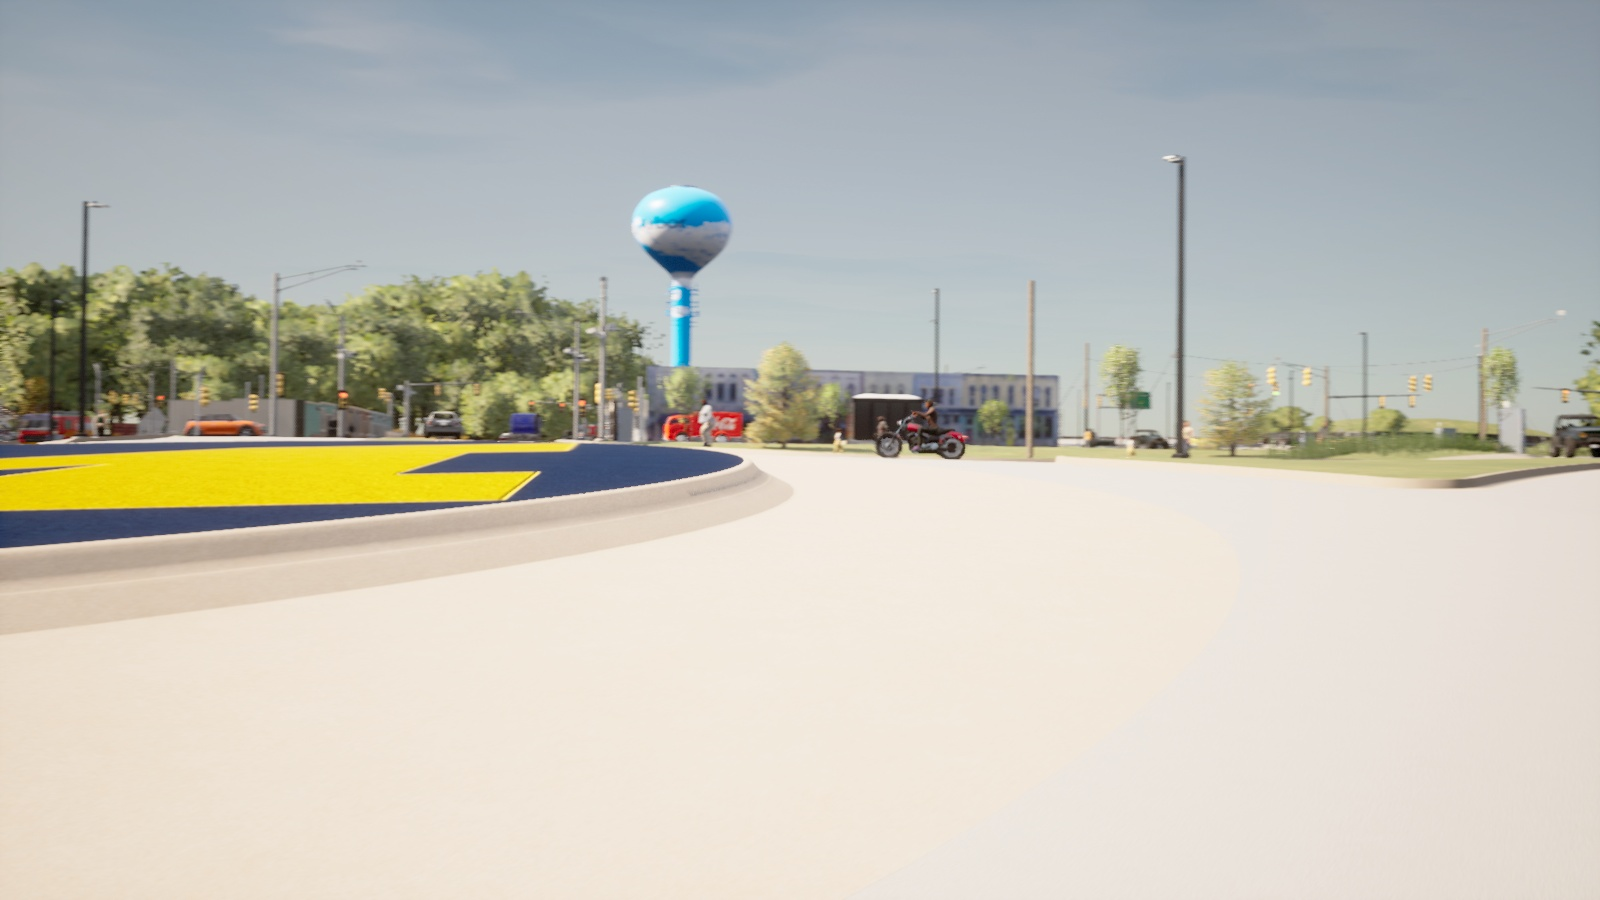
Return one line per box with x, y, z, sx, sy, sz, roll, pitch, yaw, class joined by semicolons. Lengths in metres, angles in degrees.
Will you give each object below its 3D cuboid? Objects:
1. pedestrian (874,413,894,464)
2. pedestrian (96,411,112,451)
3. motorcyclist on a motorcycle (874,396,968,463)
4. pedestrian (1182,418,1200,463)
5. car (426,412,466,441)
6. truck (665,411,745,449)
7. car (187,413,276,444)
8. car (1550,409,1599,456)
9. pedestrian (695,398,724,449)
3.257;-0.440;48.513;0.666;1.930;0.402;1;-1;-17;pedestrian
-32.319;-0.863;58.323;0.345;1.836;0.594;0;-1;3;pedestrian
3.125;-0.526;32.444;2.350;1.649;0.766;1;-2;9;motorcyclist on a motorcycle
16.104;-0.383;51.748;0.594;1.836;0.345;1;-1;-15;pedestrian
-18.884;-1.217;67.001;1.970;1.475;3.806;1;0;-16;car
-6.551;-1.341;86.140;5.204;2.467;2.627;1;-1;-9;truck
-35.157;-1.319;77.751;4.553;1.767;2.097;-2;-1;-8;car
33.300;-0.721;53.112;1.905;1.878;3.866;0;0;18;car
-3.354;-0.970;46.325;0.900;1.855;0.874;1;-1;-16;pedestrian
